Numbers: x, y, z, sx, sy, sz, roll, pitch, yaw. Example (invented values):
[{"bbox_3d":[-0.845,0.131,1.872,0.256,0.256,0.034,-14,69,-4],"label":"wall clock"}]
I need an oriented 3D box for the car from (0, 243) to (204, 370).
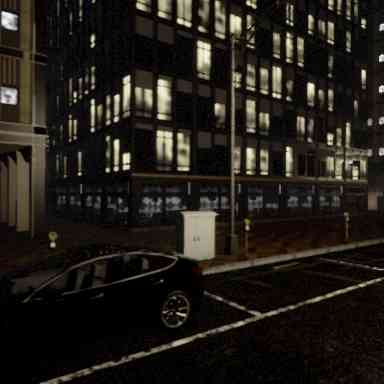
[{"bbox_3d":[-1.769,1.566,5.295,4.313,1.339,1.947,0,0,-36],"label":"car"}]
